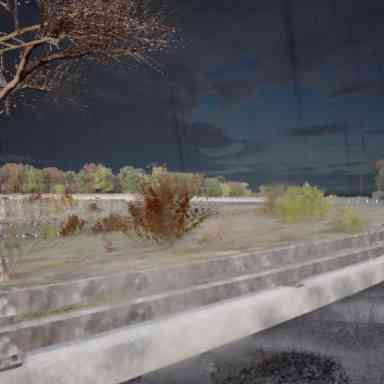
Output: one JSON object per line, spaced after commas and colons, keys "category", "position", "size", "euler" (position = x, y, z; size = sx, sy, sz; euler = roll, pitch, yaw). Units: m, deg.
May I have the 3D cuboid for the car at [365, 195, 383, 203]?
{"category": "car", "position": [44.645, 1.779, 82.137], "size": [2.097, 1.767, 4.553], "euler": [0, -1, 0]}
